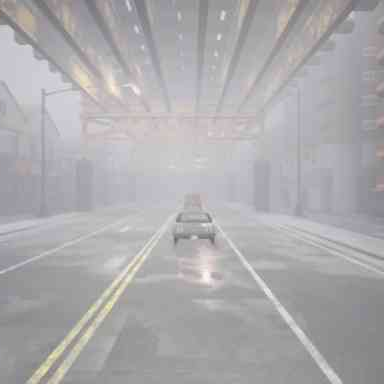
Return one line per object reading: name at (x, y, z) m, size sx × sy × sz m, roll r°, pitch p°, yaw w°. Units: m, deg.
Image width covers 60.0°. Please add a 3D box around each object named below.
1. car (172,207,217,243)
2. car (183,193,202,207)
car at (0.096, 1.596, 16.089) m, size 1.895 × 1.301 × 4.718 m, roll 0°, pitch 0°, yaw 0°
car at (0.089, 1.138, 41.018) m, size 2.150 × 2.045 × 5.566 m, roll 0°, pitch 1°, yaw 0°
